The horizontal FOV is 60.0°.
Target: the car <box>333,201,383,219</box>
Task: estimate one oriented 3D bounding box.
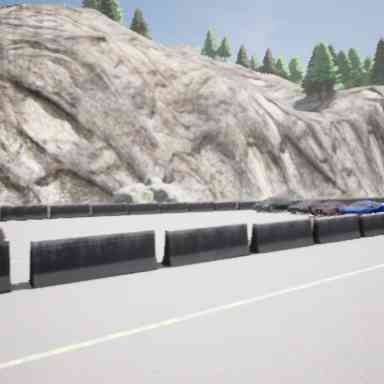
[{"bbox_3d":[13.763,1.458,26.571,5.008,1.535,1.882,0,0,-35],"label":"car"}]

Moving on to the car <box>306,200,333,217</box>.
[{"bbox_3d":[12.667,1.540,30.075,4.181,1.385,1.994,0,0,-35],"label":"car"}]

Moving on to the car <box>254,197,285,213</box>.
[{"bbox_3d":[8.782,1.315,35.898,4.553,1.767,2.097,0,0,-35],"label":"car"}]

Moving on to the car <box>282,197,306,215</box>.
[{"bbox_3d":[12.025,1.517,33.886,5.357,1.411,2.033,0,0,-35],"label":"car"}]
